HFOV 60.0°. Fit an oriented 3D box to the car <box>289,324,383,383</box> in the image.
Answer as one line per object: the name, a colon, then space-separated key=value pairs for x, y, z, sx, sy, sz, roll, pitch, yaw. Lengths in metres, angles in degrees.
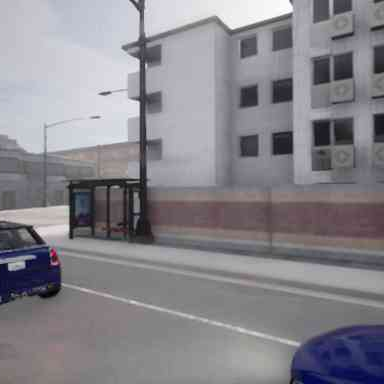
car: x=2.906 y=1.515 z=1.877 sx=4.674 sy=1.442 sz=1.812 roll=0 pitch=0 yaw=36

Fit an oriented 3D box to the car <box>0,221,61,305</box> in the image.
car: x=-5.008 y=1.416 z=7.436 sx=4.553 sy=1.767 sz=2.097 roll=-1 pitch=0 yaw=35
